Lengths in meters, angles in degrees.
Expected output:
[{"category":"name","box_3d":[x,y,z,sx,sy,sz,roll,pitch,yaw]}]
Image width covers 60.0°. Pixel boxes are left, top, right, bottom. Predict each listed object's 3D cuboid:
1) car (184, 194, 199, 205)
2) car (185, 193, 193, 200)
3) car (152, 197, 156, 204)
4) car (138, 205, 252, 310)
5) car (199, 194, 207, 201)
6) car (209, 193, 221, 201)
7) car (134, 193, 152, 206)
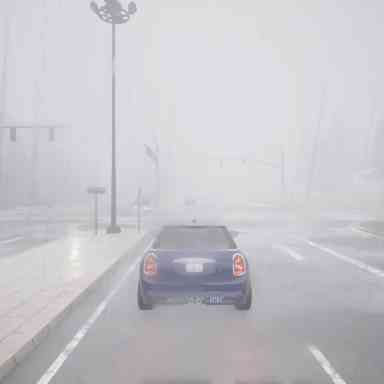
[{"category":"car","box_3d":[-0.235,1.526,54.784,1.812,1.442,4.674,0,0,-1]},{"category":"car","box_3d":[-0.942,1.189,95.643,2.150,2.045,5.566,0,0,-1]},{"category":"car","box_3d":[-8.454,1.564,65.561,1.994,1.385,4.181,0,0,0]},{"category":"car","box_3d":[0.060,1.352,7.964,2.097,1.767,4.553,0,0,0]},{"category":"car","box_3d":[2.736,1.513,85.350,1.812,1.442,4.674,0,0,-1]},{"category":"car","box_3d":[6.241,1.215,85.084,2.150,2.045,5.566,0,0,-1]},{"category":"car","box_3d":[-8.334,1.352,55.615,2.097,1.767,4.553,0,0,-1]}]
